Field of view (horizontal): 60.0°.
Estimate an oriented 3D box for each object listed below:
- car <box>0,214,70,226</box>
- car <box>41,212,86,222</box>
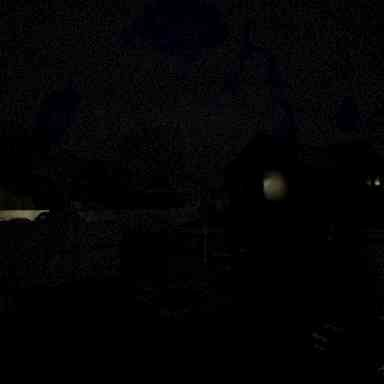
[{"bbox_3d":[-9.574,2.195,18.262,5.008,1.535,1.882,-2,0,18],"label":"car"},{"bbox_3d":[-8.966,2.052,21.072,4.553,1.767,2.097,-1,0,18],"label":"car"}]
